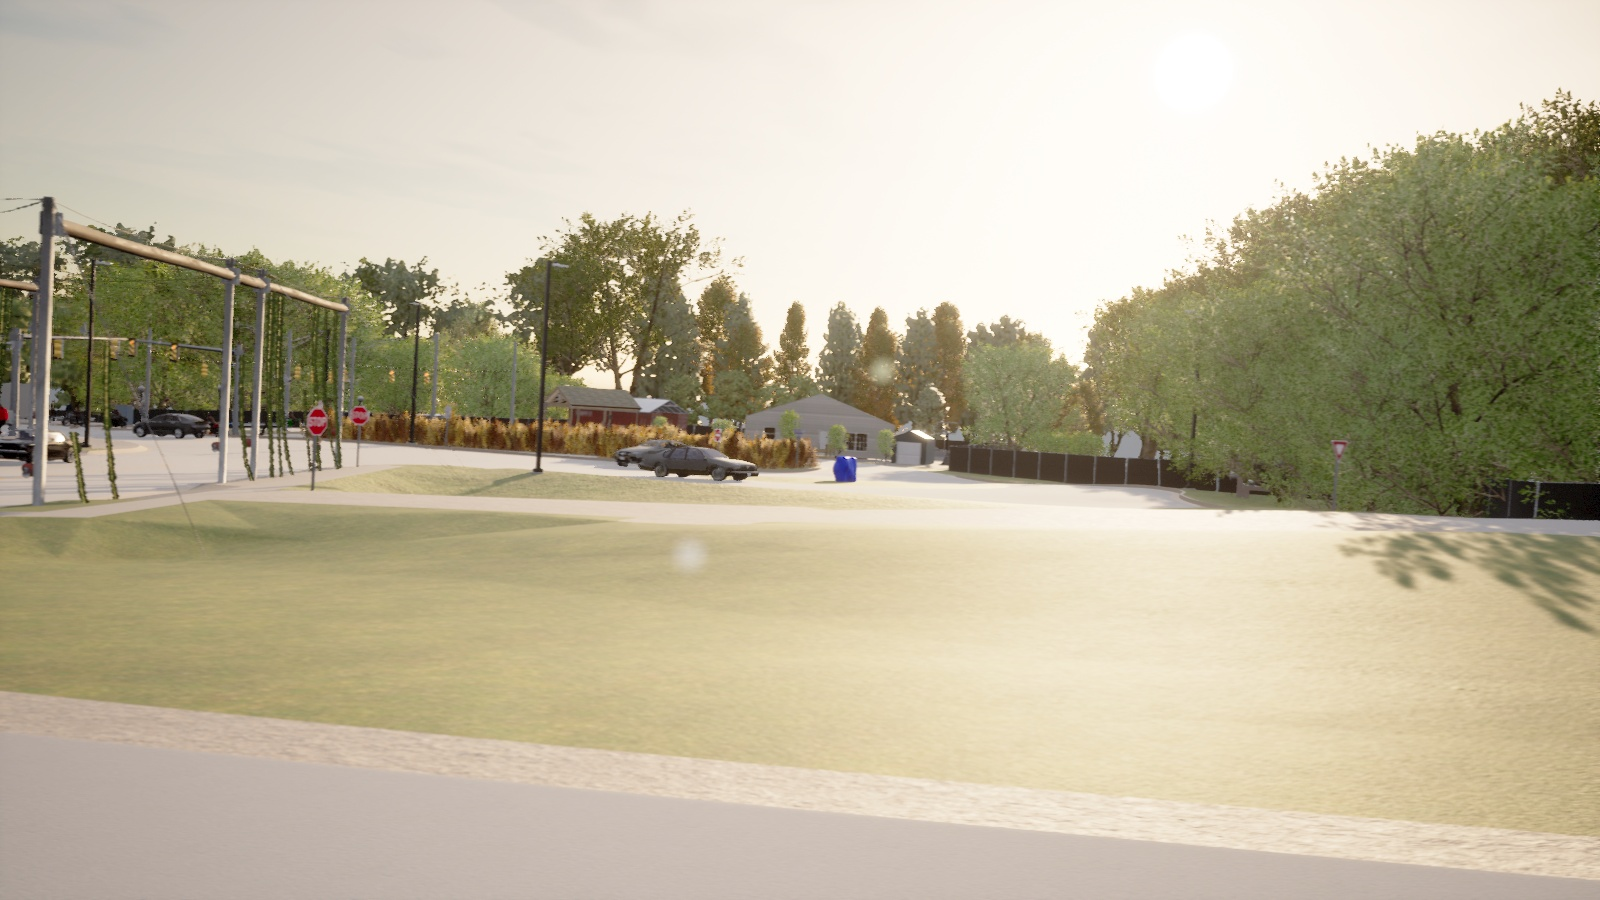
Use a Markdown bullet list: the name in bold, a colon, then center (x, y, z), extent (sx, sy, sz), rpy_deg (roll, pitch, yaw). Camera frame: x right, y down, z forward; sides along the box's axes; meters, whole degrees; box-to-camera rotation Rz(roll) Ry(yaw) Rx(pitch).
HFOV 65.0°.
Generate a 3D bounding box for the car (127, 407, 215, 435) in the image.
- **car**: center (-38.606, -1.775, 77.037), extent (4.892, 1.490, 1.837), rpy_deg (3, 2, 17)

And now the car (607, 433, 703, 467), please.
- **car**: center (-8.139, 0.011, 70.791), extent (2.152, 1.651, 5.027), rpy_deg (4, 1, 44)

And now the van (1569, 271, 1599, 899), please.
- **van**: center (3.920, 0.561, 1.869), extent (4.442, 1.987, 1.775), rpy_deg (0, 1, 19)

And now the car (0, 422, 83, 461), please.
- **car**: center (-29.042, -0.357, 47.204), extent (1.895, 1.301, 4.718), rpy_deg (4, 1, -7)

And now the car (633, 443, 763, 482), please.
- **car**: center (-4.443, 0.545, 54.632), extent (5.357, 1.411, 2.033), rpy_deg (3, 0, 29)
